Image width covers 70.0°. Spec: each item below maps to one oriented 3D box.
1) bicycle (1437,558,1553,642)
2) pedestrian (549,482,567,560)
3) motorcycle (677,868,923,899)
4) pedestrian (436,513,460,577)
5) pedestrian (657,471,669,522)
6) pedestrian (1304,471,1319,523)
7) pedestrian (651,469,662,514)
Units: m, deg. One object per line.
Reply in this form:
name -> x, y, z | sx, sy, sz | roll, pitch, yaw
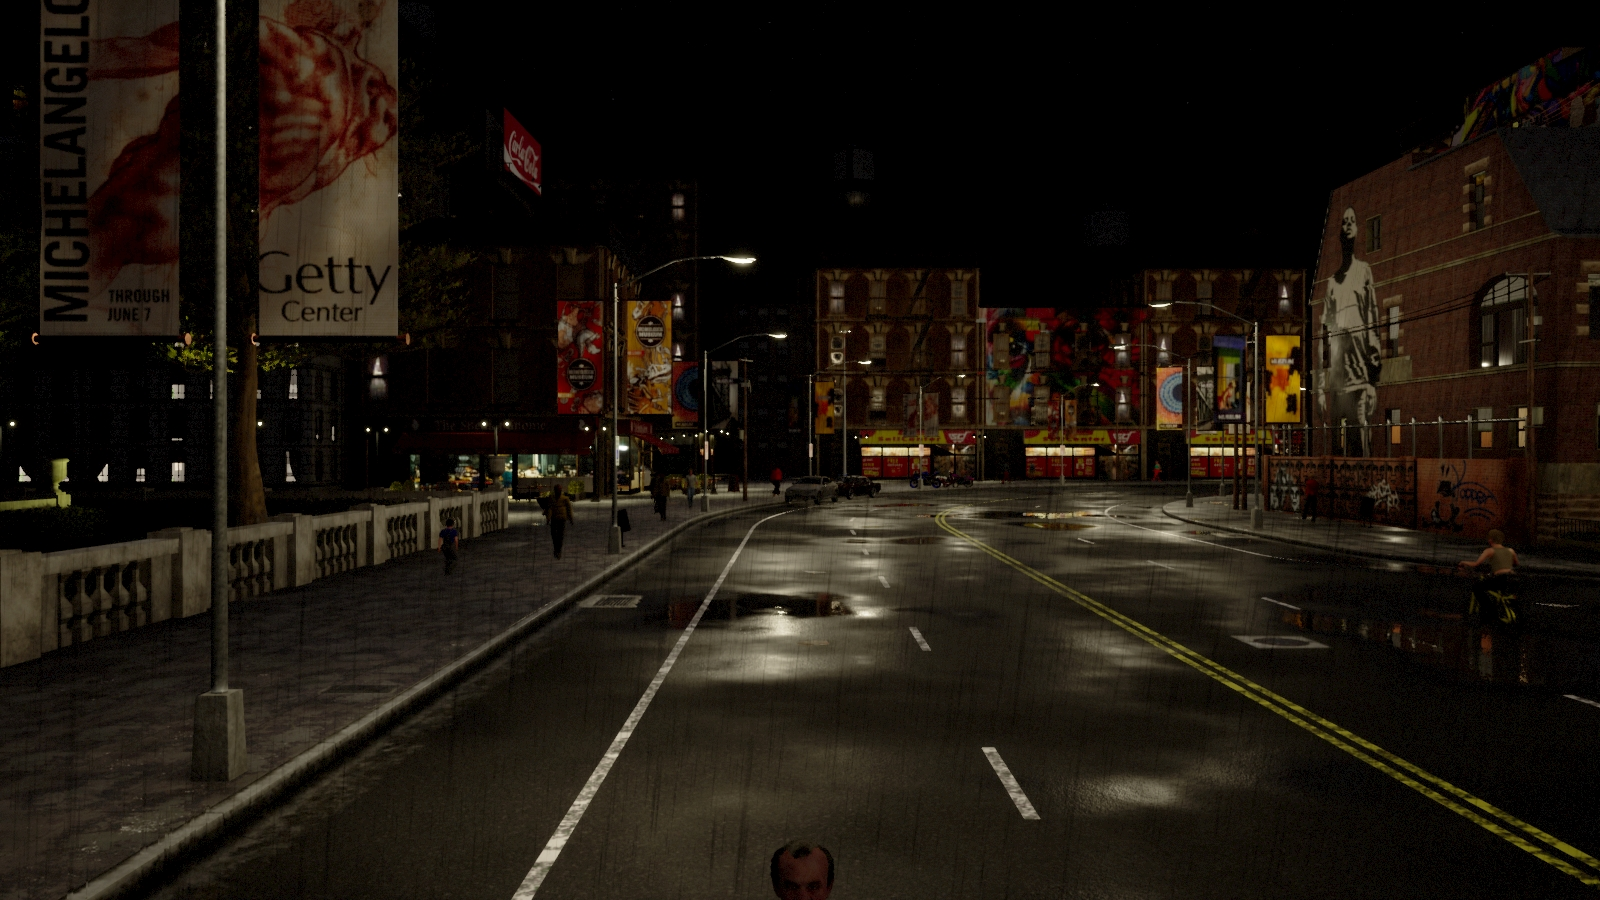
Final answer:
bicycle -> 10.511, 2.256, 17.343 | 0.859, 1.080, 1.487 | 0, 0, 0
pedestrian -> -5.819, 1.696, 27.500 | 0.375, 1.860, 0.375 | 0, 0, -6
motorcycle -> -0.002, 2.182, 3.374 | 0.856, 1.236, 1.805 | 0, 0, 0
pedestrian -> -7.368, 1.978, 23.911 | 0.375, 1.300, 0.375 | 0, 0, 4
pedestrian -> -5.046, 1.696, 41.982 | 0.375, 1.860, 0.375 | 0, 0, 3
pedestrian -> 18.590, 1.696, 41.504 | 0.375, 1.860, 0.375 | 0, 0, 1
pedestrian -> -5.891, 1.696, 46.986 | 0.375, 1.860, 0.375 | 0, 0, 10
